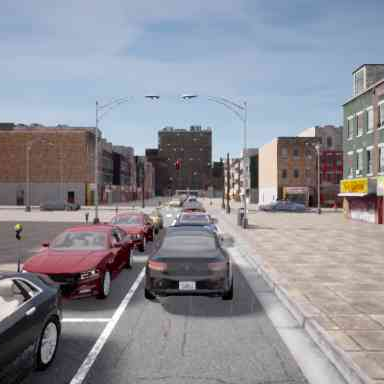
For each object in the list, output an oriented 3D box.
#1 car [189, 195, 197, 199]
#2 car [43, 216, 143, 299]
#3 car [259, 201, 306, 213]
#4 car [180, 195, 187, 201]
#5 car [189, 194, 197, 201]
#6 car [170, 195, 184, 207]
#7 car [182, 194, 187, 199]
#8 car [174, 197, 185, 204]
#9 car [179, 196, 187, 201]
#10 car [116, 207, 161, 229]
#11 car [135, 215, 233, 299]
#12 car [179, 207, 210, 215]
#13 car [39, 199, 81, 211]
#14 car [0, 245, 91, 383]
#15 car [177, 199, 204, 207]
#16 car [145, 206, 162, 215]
[{"bbox_3d":[0.153,1.780,81.720,1.895,1.301,4.718,0,0,0],"label":"car"},{"bbox_3d":[-2.618,1.548,8.480,1.887,1.381,4.507,0,0,0],"label":"car"},{"bbox_3d":[10.742,1.732,39.612,5.357,1.411,2.033,1,0,0],"label":"car"},{"bbox_3d":[-2.457,1.674,94.978,1.967,1.590,4.097,0,0,0],"label":"car"},{"bbox_3d":[0.172,1.578,91.886,2.097,1.767,4.553,0,0,0],"label":"car"},{"bbox_3d":[-2.539,1.607,51.256,1.752,1.417,4.829,0,0,0],"label":"car"},{"bbox_3d":[-2.527,1.413,56.870,2.192,1.841,5.009,0,0,0],"label":"car"},{"bbox_3d":[-2.508,1.683,67.758,2.008,1.369,4.403,0,0,0],"label":"car"},{"bbox_3d":[-2.467,1.759,89.534,1.887,1.381,4.507,0,0,0],"label":"car"},{"bbox_3d":[-2.608,1.553,13.975,1.887,1.381,4.507,0,0,0],"label":"car"},{"bbox_3d":[-0.040,1.530,8.322,1.812,1.442,4.674,0,0,1],"label":"car"},{"bbox_3d":[0.123,1.611,15.710,1.895,1.301,4.718,0,0,0],"label":"car"},{"bbox_3d":[-14.469,1.506,36.581,4.181,1.385,1.994,0,0,0],"label":"car"},{"bbox_3d":[-2.628,1.552,2.986,2.008,1.369,4.403,0,0,0],"label":"car"},{"bbox_3d":[0.160,1.530,26.011,1.837,1.490,4.892,0,0,2],"label":"car"},{"bbox_3d":[-2.598,1.540,19.298,1.752,1.417,4.829,0,0,0],"label":"car"}]
